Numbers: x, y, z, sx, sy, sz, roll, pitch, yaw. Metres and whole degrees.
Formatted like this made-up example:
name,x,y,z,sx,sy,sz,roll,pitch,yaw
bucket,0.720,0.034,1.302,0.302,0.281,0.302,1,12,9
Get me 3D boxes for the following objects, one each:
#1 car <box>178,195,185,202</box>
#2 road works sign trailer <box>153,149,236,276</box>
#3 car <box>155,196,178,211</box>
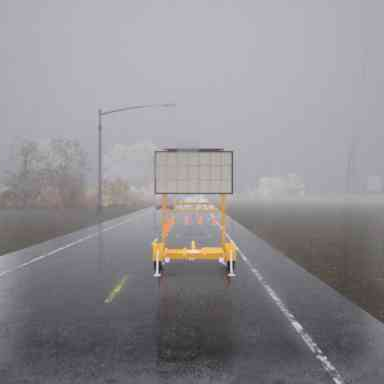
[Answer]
name,x,y,z,sx,sy,sz,roll,pitch,yaw
car,-2.724,1.558,76.141,1.837,1.490,4.892,0,0,1
road works sign trailer,0.054,0.469,10.321,2.380,3.560,2.880,0,0,-1
car,-3.317,1.375,41.639,2.097,1.767,4.553,0,0,1
